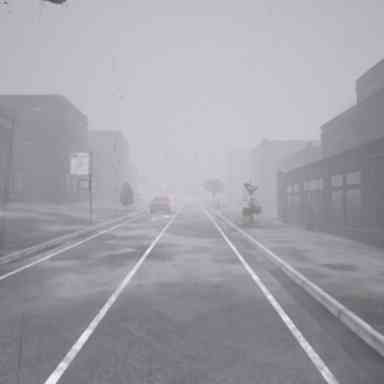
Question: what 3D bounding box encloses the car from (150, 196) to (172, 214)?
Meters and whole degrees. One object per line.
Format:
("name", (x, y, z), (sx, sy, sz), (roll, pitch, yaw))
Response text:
("car", (-3.572, 1.437, 38.750), (2.150, 2.045, 5.566), (0, 0, 0))
